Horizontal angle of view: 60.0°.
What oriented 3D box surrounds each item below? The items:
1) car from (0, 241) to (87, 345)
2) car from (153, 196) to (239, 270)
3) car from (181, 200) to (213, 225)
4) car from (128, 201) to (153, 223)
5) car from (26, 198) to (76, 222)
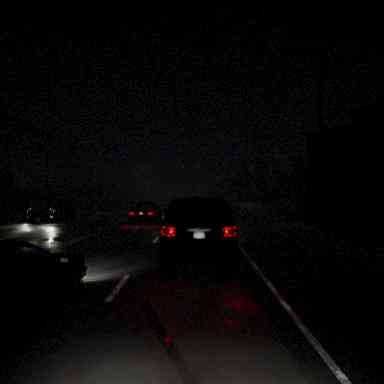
[{"bbox_3d":[-3.373,1.505,5.271,2.033,1.411,5.357,0,0,1],"label":"car"},{"bbox_3d":[0.200,1.139,10.903,2.150,2.045,5.566,0,1,0],"label":"car"},{"bbox_3d":[0.326,1.367,23.725,2.033,1.411,5.357,0,0,1],"label":"car"},{"bbox_3d":[-3.181,1.368,23.361,2.033,1.411,5.357,0,0,1],"label":"car"},{"bbox_3d":[-10.269,1.225,24.472,2.097,1.767,4.553,0,0,1],"label":"car"}]
